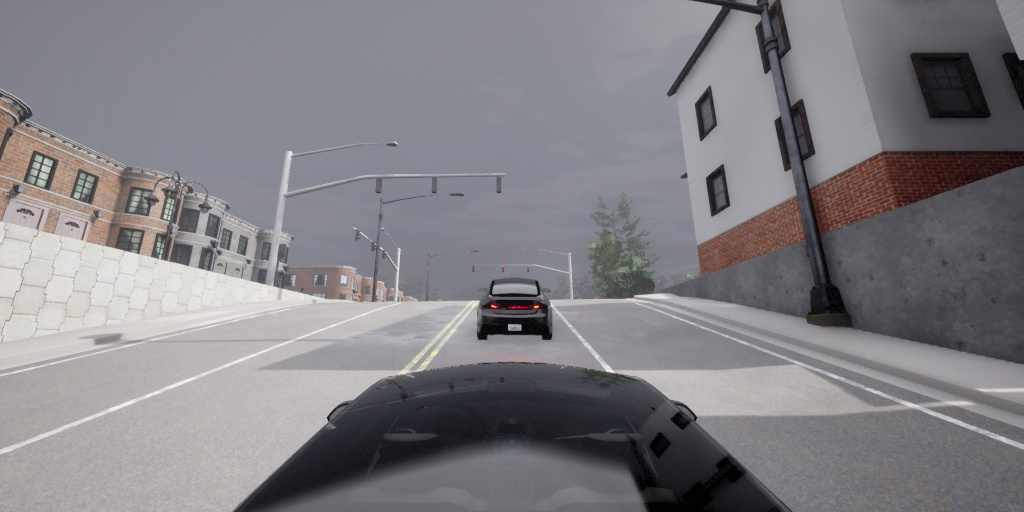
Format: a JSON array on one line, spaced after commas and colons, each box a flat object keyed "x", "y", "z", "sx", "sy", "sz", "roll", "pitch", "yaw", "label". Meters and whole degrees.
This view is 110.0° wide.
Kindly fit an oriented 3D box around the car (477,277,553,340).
[{"x": 0.077, "y": 1.351, "z": 10.332, "sx": 1.837, "sy": 1.490, "sz": 4.892, "roll": 0, "pitch": 0, "yaw": 0, "label": "car"}]
